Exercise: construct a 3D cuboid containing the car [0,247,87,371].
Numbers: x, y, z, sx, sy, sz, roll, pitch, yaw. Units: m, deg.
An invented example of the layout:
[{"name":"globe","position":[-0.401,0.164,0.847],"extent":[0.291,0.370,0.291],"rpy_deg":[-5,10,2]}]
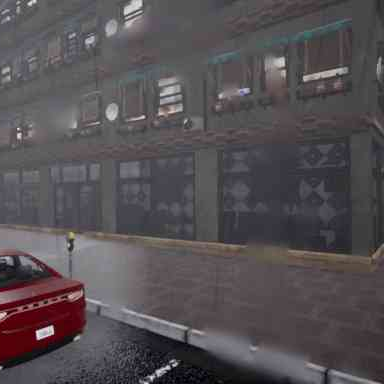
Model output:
[{"name":"car","position":[-3.569,1.546,5.274],"extent":[4.507,1.381,1.887],"rpy_deg":[0,-1,35]}]
